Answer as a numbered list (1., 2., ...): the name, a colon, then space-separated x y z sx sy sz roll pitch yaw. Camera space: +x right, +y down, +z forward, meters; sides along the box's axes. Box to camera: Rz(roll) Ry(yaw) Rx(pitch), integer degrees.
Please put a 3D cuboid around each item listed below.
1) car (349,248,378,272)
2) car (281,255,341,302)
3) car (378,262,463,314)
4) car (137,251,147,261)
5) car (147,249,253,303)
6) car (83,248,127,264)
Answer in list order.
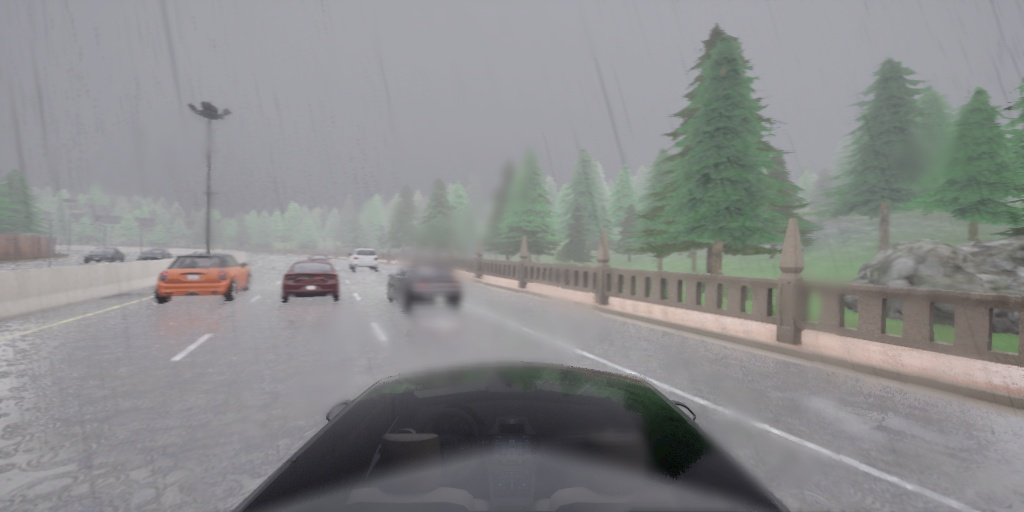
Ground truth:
1. car: -13.681 0.337 32.998 2.150 2.045 5.566 1 1 -28
2. car: -8.147 0.902 14.711 1.882 1.535 5.008 1 1 -27
3. car: -3.247 1.056 12.857 2.128 1.511 4.902 1 1 -27
4. car: -35.885 -0.016 36.251 2.033 1.411 5.357 1 1 -34
5. car: -11.711 0.693 13.987 2.097 1.767 4.553 1 1 -27
6. car: -38.783 -0.086 34.289 1.812 1.442 4.674 1 1 -34
